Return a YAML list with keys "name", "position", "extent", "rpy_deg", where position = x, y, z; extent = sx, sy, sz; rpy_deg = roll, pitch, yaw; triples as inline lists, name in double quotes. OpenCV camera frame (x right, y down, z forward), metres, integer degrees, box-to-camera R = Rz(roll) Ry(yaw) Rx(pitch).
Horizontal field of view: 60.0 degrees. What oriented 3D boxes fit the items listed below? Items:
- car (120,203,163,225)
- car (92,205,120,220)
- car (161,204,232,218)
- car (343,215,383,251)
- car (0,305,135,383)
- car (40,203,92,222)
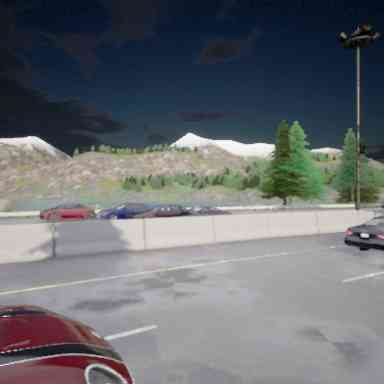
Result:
- name: "car"
  position: [-1.923, 1.573, 23.352]
  extent: [5.357, 1.411, 2.033]
  rpy_deg: [0, 0, -31]
- name: "car"
  position: [-4.899, 1.552, 25.611]
  extent: [4.674, 1.442, 1.812]
  rpy_deg: [0, 0, -30]
- name: "car"
  position: [0.541, 1.588, 20.677]
  extent: [4.181, 1.385, 1.994]
  rpy_deg: [0, 0, -30]
- name: "car"
  position: [8.230, 1.566, 12.829]
  extent: [5.357, 1.411, 2.033]
  rpy_deg: [0, 0, -29]
- name: "car"
  position: [-2.548, 1.352, 1.868]
  extent: [4.553, 1.767, 2.097]
  rpy_deg: [0, 0, -35]
- name: "car"
  position: [-9.892, 1.589, 26.614]
  extent: [4.181, 1.385, 1.994]
  rpy_deg: [0, 0, -32]
